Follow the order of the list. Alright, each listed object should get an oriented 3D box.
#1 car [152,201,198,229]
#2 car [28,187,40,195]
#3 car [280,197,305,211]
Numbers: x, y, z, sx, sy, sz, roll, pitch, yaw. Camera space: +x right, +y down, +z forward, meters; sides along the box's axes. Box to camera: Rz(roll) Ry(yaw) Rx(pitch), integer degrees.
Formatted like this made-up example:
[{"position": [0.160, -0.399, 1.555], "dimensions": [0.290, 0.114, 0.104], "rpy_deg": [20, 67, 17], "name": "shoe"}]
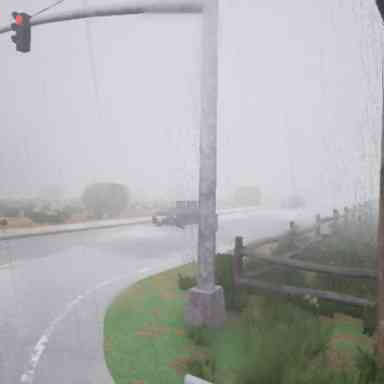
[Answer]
[{"position": [-0.416, 1.307, 20.314], "dimensions": [2.128, 1.511, 4.902], "rpy_deg": [1, 1, 34], "name": "car"}, {"position": [-37.048, -0.212, 78.311], "dimensions": [1.905, 1.878, 3.866], "rpy_deg": [7, 1, -13], "name": "car"}, {"position": [11.727, 1.289, 38.595], "dimensions": [2.128, 1.511, 4.902], "rpy_deg": [1, 1, 34], "name": "car"}]
